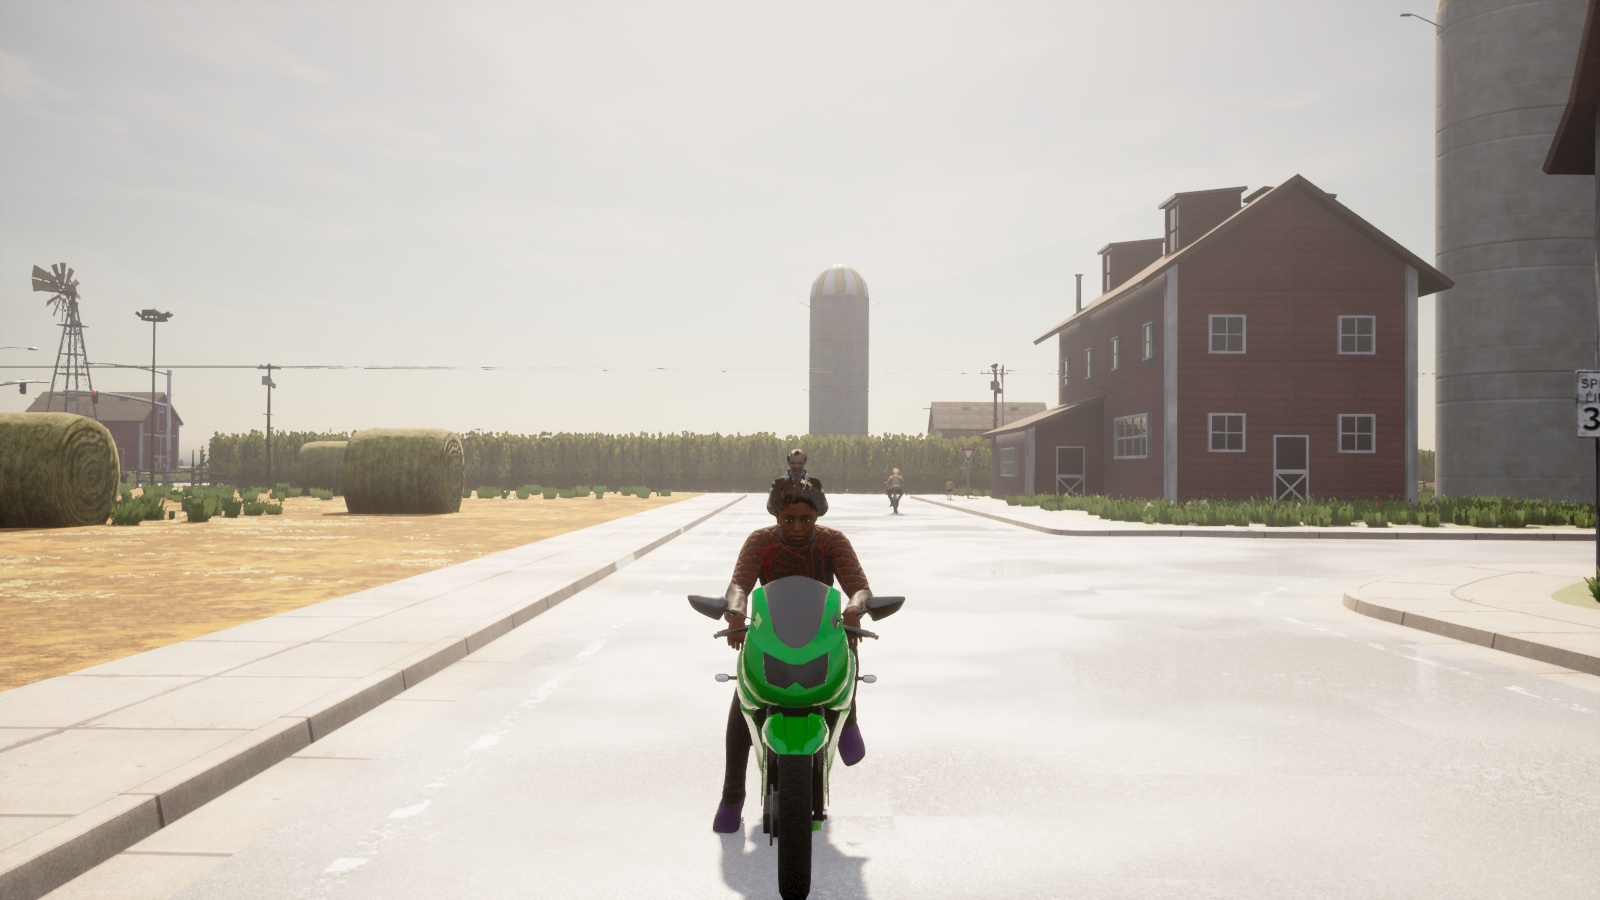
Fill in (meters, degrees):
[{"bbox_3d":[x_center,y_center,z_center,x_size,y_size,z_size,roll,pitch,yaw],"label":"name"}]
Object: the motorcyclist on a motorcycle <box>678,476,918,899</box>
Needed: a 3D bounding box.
[{"bbox_3d":[-0.010,0.878,5.209,0.797,1.523,2.044,0,-1,0],"label":"motorcyclist on a motorcycle"}]
